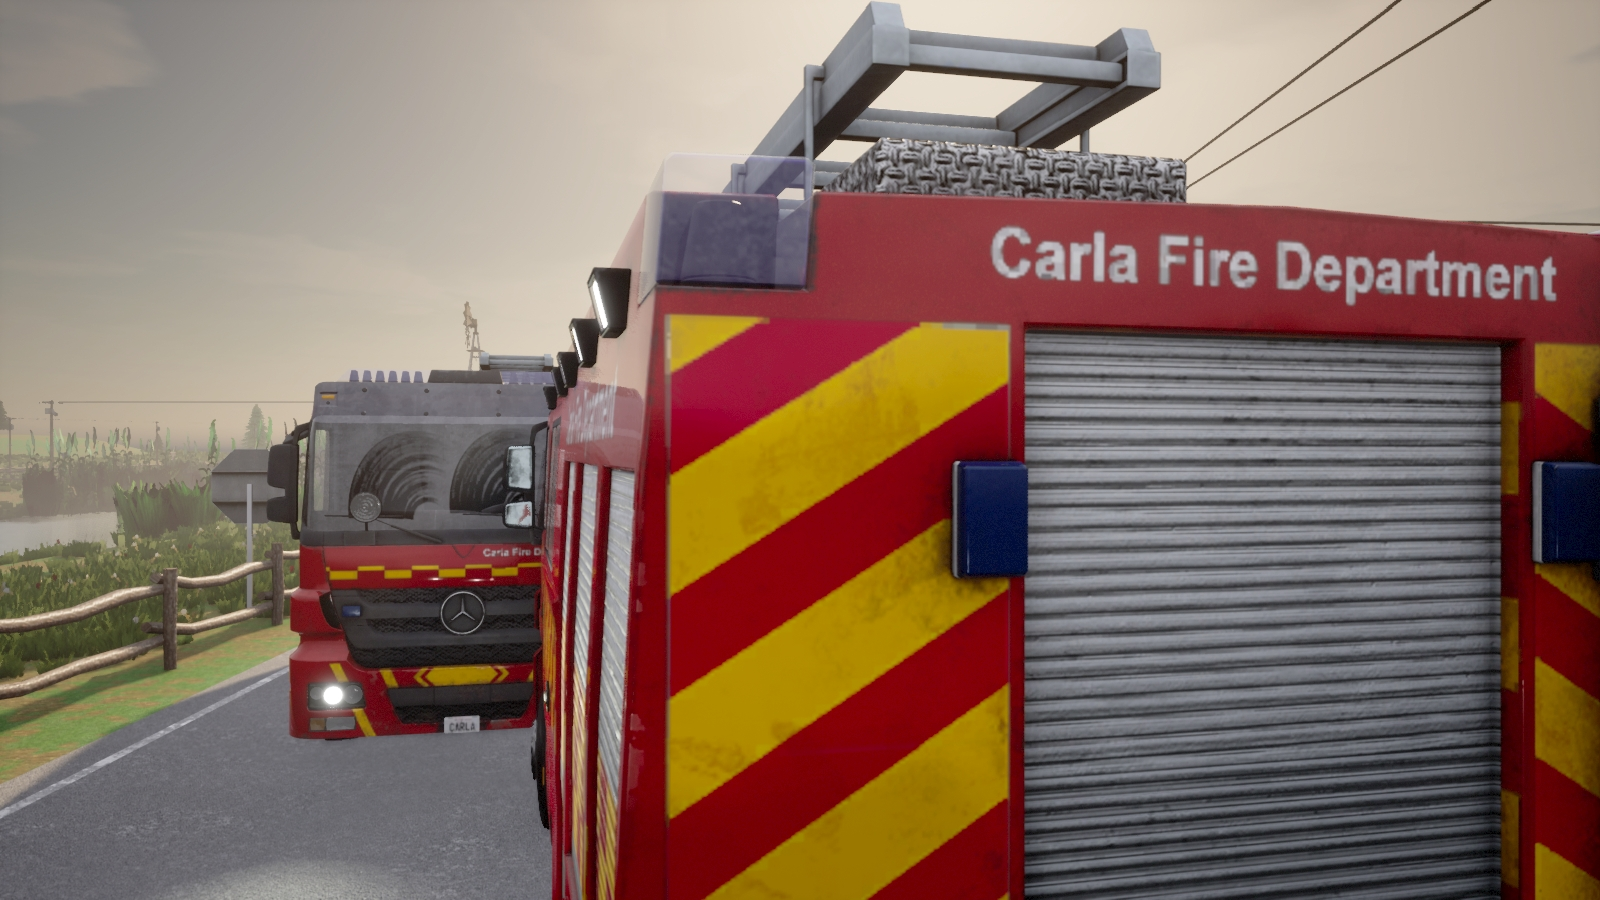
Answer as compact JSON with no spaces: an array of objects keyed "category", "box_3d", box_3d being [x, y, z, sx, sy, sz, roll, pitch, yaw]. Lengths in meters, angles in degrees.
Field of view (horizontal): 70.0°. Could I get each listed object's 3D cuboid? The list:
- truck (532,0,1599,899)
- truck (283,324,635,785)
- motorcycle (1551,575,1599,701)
[{"category":"truck","box_3d":[-0.062,0.867,6.873,2.891,3.827,8.468,0,0,-14]},{"category":"truck","box_3d":[-3.897,0.862,13.930,2.891,3.827,8.468,0,0,-14]},{"category":"motorcycle","box_3d":[9.800,2.142,13.159,1.805,1.316,0.856,0,0,-7]}]
